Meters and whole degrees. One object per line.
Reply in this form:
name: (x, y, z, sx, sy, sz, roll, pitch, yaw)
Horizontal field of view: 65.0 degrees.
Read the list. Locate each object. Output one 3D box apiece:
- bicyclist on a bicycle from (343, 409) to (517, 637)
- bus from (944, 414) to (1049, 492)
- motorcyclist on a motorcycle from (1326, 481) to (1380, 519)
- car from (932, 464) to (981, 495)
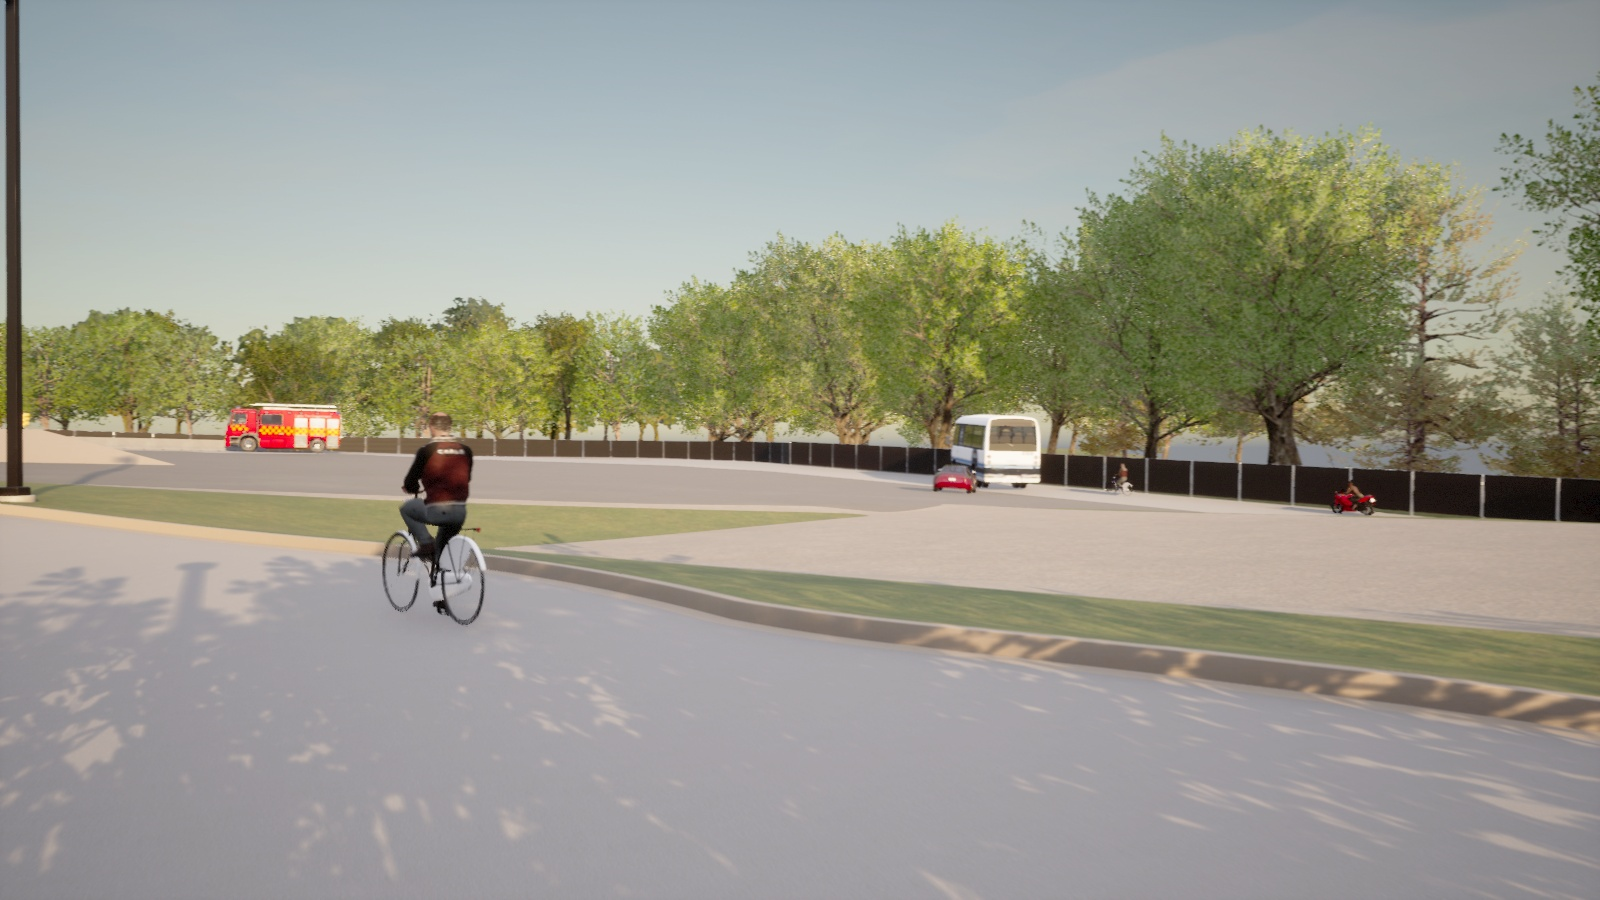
bicyclist on a bicycle: (-3.176, 0.560, 10.671, 0.659, 1.776, 1.843, 0, 1, -43)
bus: (11.591, 0.032, 75.576, 3.944, 4.253, 10.273, 1, 2, -4)
motorcyclist on a motorcycle: (24.678, 2.218, 56.028, 0.797, 1.523, 2.044, 0, 2, -36)
car: (7.911, 1.450, 63.190, 1.994, 1.385, 4.181, 4, 0, 12)
